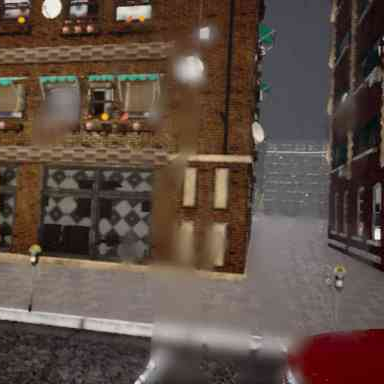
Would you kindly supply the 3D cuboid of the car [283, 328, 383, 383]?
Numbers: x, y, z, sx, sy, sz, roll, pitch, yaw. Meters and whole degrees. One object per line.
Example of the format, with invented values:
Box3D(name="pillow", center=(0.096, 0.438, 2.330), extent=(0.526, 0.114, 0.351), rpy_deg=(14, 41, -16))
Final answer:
Box3D(name="car", center=(3.241, 1.839, 2.970), extent=(4.674, 1.442, 1.812), rpy_deg=(2, -3, 11))
